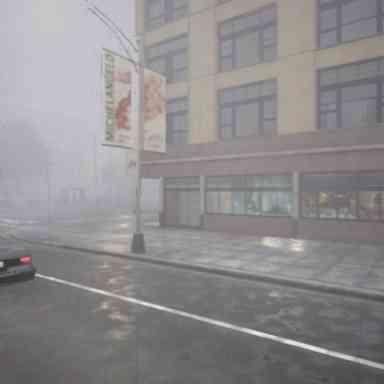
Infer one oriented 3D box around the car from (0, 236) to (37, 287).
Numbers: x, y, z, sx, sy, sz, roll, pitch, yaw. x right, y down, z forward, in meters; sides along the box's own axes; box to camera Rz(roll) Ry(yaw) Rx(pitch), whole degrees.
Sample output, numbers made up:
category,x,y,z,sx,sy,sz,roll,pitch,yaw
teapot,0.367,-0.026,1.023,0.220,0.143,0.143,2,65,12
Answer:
category,x,y,z,sx,sy,sz,roll,pitch,yaw
car,-6.033,1.546,8.273,5.357,1.411,2.033,0,0,36
